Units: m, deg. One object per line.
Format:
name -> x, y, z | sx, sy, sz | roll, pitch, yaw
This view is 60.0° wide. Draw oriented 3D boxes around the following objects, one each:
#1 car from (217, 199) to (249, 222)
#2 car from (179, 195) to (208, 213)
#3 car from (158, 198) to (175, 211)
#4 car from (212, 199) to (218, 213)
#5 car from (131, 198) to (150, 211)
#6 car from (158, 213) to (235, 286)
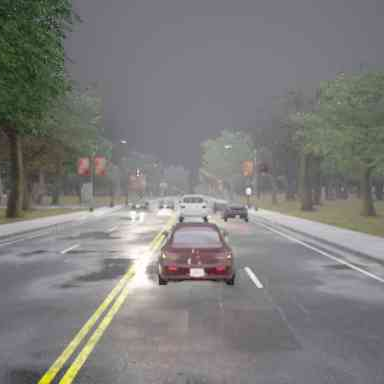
car -> 3.357, 1.556, 26.801 | 1.837, 1.490, 4.892 | 0, 0, 0
car -> 0.108, 1.273, 27.198 | 2.150, 2.045, 5.566 | 0, 0, 0
car -> -3.244, 1.580, 42.989 | 2.128, 1.511, 4.902 | 0, 0, 0
car -> 3.262, 1.565, 37.132 | 2.128, 1.511, 4.902 | 0, 0, 0
car -> -6.499, 1.579, 42.461 | 2.128, 1.511, 4.902 | 0, 0, 0
car -> 0.104, 1.543, 9.319 | 1.812, 1.442, 4.674 | 0, 0, 0
